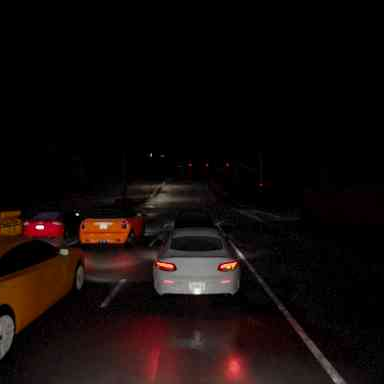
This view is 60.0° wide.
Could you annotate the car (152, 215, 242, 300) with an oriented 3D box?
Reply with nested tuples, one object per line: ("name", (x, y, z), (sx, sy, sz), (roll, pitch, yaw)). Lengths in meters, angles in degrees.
("car", (0.095, 1.532, 8.289), (1.812, 1.442, 4.674), (0, 0, 0))

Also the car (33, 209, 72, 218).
("car", (-6.905, 1.576, 17.134), (1.994, 1.385, 4.181), (0, 0, 0))

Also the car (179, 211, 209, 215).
("car", (0.095, 1.613, 17.177), (1.895, 1.301, 4.718), (0, 0, 0))

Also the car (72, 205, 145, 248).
("car", (-3.405, 1.362, 14.938), (2.097, 1.767, 4.553), (0, 0, 0))

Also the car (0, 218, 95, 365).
("car", (-3.403, 1.482, 5.764), (1.882, 1.535, 5.008), (0, 0, 0))
